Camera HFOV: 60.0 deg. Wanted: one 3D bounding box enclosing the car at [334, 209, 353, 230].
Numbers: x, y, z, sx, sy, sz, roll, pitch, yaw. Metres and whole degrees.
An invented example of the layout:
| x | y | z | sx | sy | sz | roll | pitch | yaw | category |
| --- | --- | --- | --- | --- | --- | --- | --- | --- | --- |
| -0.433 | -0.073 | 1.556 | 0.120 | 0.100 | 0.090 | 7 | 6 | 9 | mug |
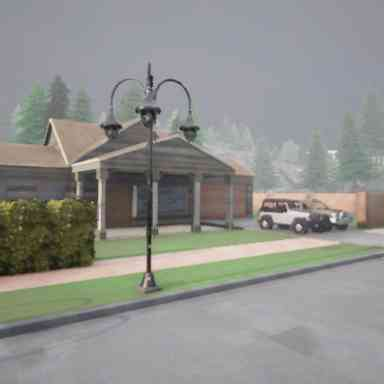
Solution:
| x | y | z | sx | sy | sz | roll | pitch | yaw | category |
| --- | --- | --- | --- | --- | --- | --- | --- | --- | --- |
| 7.319 | 1.336 | 20.474 | 1.932 | 1.855 | 4.605 | 1 | 0 | -35 | car |

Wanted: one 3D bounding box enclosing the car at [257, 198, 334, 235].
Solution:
| x | y | z | sx | sy | sz | roll | pitch | yaw | category |
| --- | --- | --- | --- | --- | --- | --- | --- | --- | --- |
| 5.495 | 1.315 | 18.701 | 1.905 | 1.878 | 3.866 | 1 | 0 | -35 | car |
